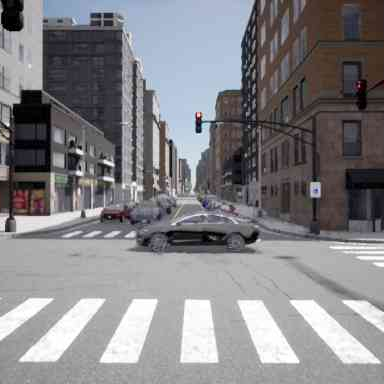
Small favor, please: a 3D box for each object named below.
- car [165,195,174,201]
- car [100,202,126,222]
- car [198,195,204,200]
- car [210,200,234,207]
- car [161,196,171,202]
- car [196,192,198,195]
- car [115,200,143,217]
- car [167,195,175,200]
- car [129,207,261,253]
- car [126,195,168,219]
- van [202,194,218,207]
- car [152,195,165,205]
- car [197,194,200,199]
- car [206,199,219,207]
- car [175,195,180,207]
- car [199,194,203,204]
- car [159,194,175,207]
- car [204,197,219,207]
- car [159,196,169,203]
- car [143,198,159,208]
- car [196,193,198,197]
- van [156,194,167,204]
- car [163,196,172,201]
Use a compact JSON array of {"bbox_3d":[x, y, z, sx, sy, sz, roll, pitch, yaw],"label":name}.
[{"bbox_3d":[-5.998,1.579,88.417,1.947,1.339,4.313,1,0,0],"label":"car"},{"bbox_3d":[-5.893,1.543,26.015,1.887,1.381,4.507,1,0,0],"label":"car"},{"bbox_3d":[2.519,1.539,94.271,1.752,1.417,4.829,1,0,0],"label":"car"},{"bbox_3d":[2.633,1.581,26.020,1.802,1.307,4.206,1,0,0],"label":"car"},{"bbox_3d":[-5.979,1.560,77.070,2.008,1.369,4.403,1,0,0],"label":"car"},{"bbox_3d":[2.539,1.326,82.754,2.192,1.841,5.009,1,0,0],"label":"car"},{"bbox_3d":[-5.902,1.543,31.688,1.887,1.381,4.507,1,0,0],"label":"car"},{"bbox_3d":[-6.007,1.559,94.089,1.887,1.381,4.507,1,0,0],"label":"car"},{"bbox_3d":[0.250,1.518,13.294,4.902,1.511,2.128,0,-1,0],"label":"car"},{"bbox_3d":[-3.137,1.351,24.111,2.097,1.767,4.553,0,0,0],"label":"car"},{"bbox_3d":[2.606,1.341,43.040,1.690,1.788,3.998,1,0,0],"label":"van"},{"bbox_3d":[-5.949,1.444,60.052,1.967,1.590,4.097,1,0,0],"label":"car"},{"bbox_3d":[2.556,1.574,71.407,1.947,1.339,4.313,1,0,0],"label":"car"},{"bbox_3d":[2.623,1.581,31.693,1.802,1.307,4.206,1,0,0],"label":"car"},{"bbox_3d":[-3.163,1.564,47.298,1.994,1.385,4.181,0,0,0],"label":"car"},{"bbox_3d":[2.597,1.316,48.713,2.192,1.841,5.009,1,0,0],"label":"car"},{"bbox_3d":[-3.154,1.352,33.934,2.097,1.767,4.553,0,0,0],"label":"car"},{"bbox_3d":[2.613,1.581,37.367,1.802,1.307,4.206,1,0,0],"label":"car"},{"bbox_3d":[-5.969,1.590,71.397,1.802,1.307,4.206,1,0,0],"label":"car"},{"bbox_3d":[-5.931,1.583,48.706,1.802,1.307,4.206,1,0,0],"label":"car"},{"bbox_3d":[2.547,1.535,77.250,1.752,1.417,4.829,1,0,0],"label":"car"},{"bbox_3d":[-5.958,1.347,65.725,1.690,1.788,3.998,1,0,0],"label":"van"},{"bbox_3d":[-5.989,1.577,82.744,1.947,1.339,4.313,1,0,0],"label":"car"}]
